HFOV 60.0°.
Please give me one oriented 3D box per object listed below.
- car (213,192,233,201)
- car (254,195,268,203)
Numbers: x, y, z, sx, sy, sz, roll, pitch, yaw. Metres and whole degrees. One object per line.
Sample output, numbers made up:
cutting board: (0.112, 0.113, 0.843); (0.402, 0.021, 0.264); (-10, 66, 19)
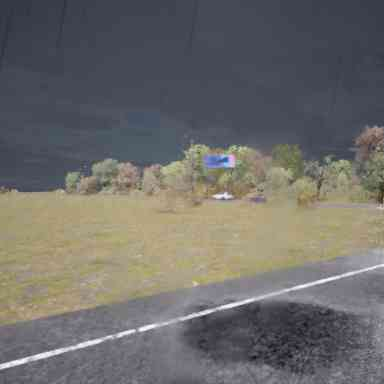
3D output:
car: (7.165, 0.966, 77.663); (2.150, 2.045, 5.566); (0, 0, -34)
car: (13.671, 1.406, 67.937); (2.033, 1.411, 5.357); (0, 0, -34)
